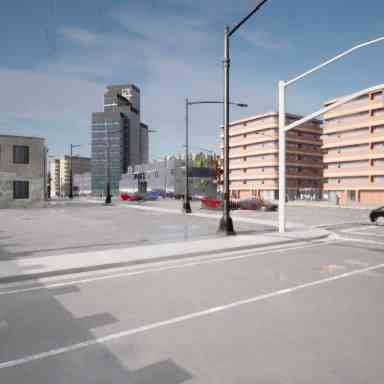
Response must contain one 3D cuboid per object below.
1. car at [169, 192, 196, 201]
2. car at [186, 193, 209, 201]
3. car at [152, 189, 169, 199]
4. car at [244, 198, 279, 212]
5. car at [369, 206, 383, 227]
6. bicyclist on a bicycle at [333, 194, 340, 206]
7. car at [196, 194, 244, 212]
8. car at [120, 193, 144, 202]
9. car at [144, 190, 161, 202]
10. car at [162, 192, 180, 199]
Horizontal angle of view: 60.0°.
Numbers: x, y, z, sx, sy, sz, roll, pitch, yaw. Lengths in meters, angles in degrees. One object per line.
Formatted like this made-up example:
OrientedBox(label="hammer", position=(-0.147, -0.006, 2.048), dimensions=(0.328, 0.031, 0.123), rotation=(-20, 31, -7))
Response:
OrientedBox(label="car", position=(-1.842, 0.862, 61.459), dimensions=(1.837, 1.490, 4.892), rotation=(0, 1, -34))
OrientedBox(label="car", position=(1.042, 0.959, 63.344), dimensions=(1.895, 1.301, 4.718), rotation=(0, 1, -34))
OrientedBox(label="car", position=(-7.497, 0.334, 69.631), dimensions=(2.150, 2.045, 5.566), rotation=(0, 1, -34))
OrientedBox(label="car", position=(7.066, 1.356, 35.753), dimensions=(2.033, 1.411, 5.357), rotation=(0, 1, -34))
OrientedBox(label="car", position=(13.390, 1.459, 20.172), dimensions=(1.837, 1.490, 4.892), rotation=(0, -1, -33))
OrientedBox(label="bicyclist on a bicycle", position=(20.042, 1.094, 45.989), dimensions=(1.656, 1.620, 0.582), rotation=(0, 1, -34))
OrientedBox(label="car", position=(2.913, 1.128, 35.628), dimensions=(2.097, 1.767, 4.553), rotation=(0, 1, -34))
OrientedBox(label="car", position=(-10.204, 0.847, 54.904), dimensions=(1.882, 1.535, 5.008), rotation=(0, 1, -34))
OrientedBox(label="car", position=(-7.988, 0.896, 57.884), dimensions=(2.033, 1.411, 5.357), rotation=(0, 1, -34))
OrientedBox(label="car", position=(-4.592, 0.661, 71.584), dimensions=(1.994, 1.385, 4.181), rotation=(0, 1, -34))
